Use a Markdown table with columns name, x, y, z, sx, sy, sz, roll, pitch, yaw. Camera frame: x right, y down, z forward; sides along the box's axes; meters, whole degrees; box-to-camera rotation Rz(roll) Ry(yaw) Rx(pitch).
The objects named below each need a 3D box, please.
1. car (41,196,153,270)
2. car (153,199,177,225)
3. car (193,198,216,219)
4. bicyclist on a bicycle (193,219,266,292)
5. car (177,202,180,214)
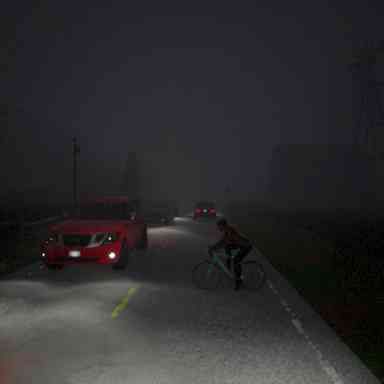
| name | x | y | z | sx | sy | sz | roll | pitch | yaw |
| --- | --- | --- | --- | --- | --- | --- | --- | --- | --- |
| car | -2.915 | 1.197 | 11.308 | 2.150 | 2.045 | 5.566 | 0 | 1 | 2 |
| car | -2.392 | 1.439 | 23.725 | 1.882 | 1.535 | 5.008 | 0 | 0 | 2 |
| car | 1.079 | 1.501 | 28.122 | 2.033 | 1.411 | 5.357 | 0 | 0 | 1 |
| bicyclist on a bicycle | 0.835 | 1.440 | 7.502 | 1.656 | 1.620 | 0.582 | 0 | 0 | 2 |
| car | -2.179 | 1.453 | 31.119 | 1.837 | 1.490 | 4.892 | 0 | 0 | 2 |
